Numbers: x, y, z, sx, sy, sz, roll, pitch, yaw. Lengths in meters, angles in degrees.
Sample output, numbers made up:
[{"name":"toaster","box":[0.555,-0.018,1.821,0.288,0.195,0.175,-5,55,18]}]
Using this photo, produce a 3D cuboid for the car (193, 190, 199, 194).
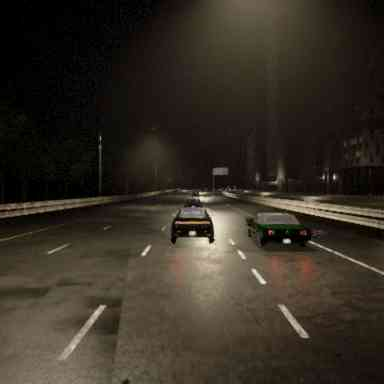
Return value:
[{"name":"car","box":[0.862,0.813,89.247,1.812,1.442,4.674,0,1,1]}]

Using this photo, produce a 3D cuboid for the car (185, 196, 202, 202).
[{"name":"car","box":[0.142,1.434,35.559,1.994,1.385,4.181,0,0,0]}]

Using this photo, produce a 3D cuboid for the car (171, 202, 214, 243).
[{"name":"car","box":[0.029,1.463,15.906,2.128,1.511,4.902,0,0,0]}]

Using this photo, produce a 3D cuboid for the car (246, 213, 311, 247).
[{"name":"car","box":[3.624,1.576,14.879,1.895,1.301,4.718,0,0,0]}]

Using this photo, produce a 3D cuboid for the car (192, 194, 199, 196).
[{"name":"car","box":[0.309,1.360,53.251,1.895,1.301,4.718,0,0,1]}]
